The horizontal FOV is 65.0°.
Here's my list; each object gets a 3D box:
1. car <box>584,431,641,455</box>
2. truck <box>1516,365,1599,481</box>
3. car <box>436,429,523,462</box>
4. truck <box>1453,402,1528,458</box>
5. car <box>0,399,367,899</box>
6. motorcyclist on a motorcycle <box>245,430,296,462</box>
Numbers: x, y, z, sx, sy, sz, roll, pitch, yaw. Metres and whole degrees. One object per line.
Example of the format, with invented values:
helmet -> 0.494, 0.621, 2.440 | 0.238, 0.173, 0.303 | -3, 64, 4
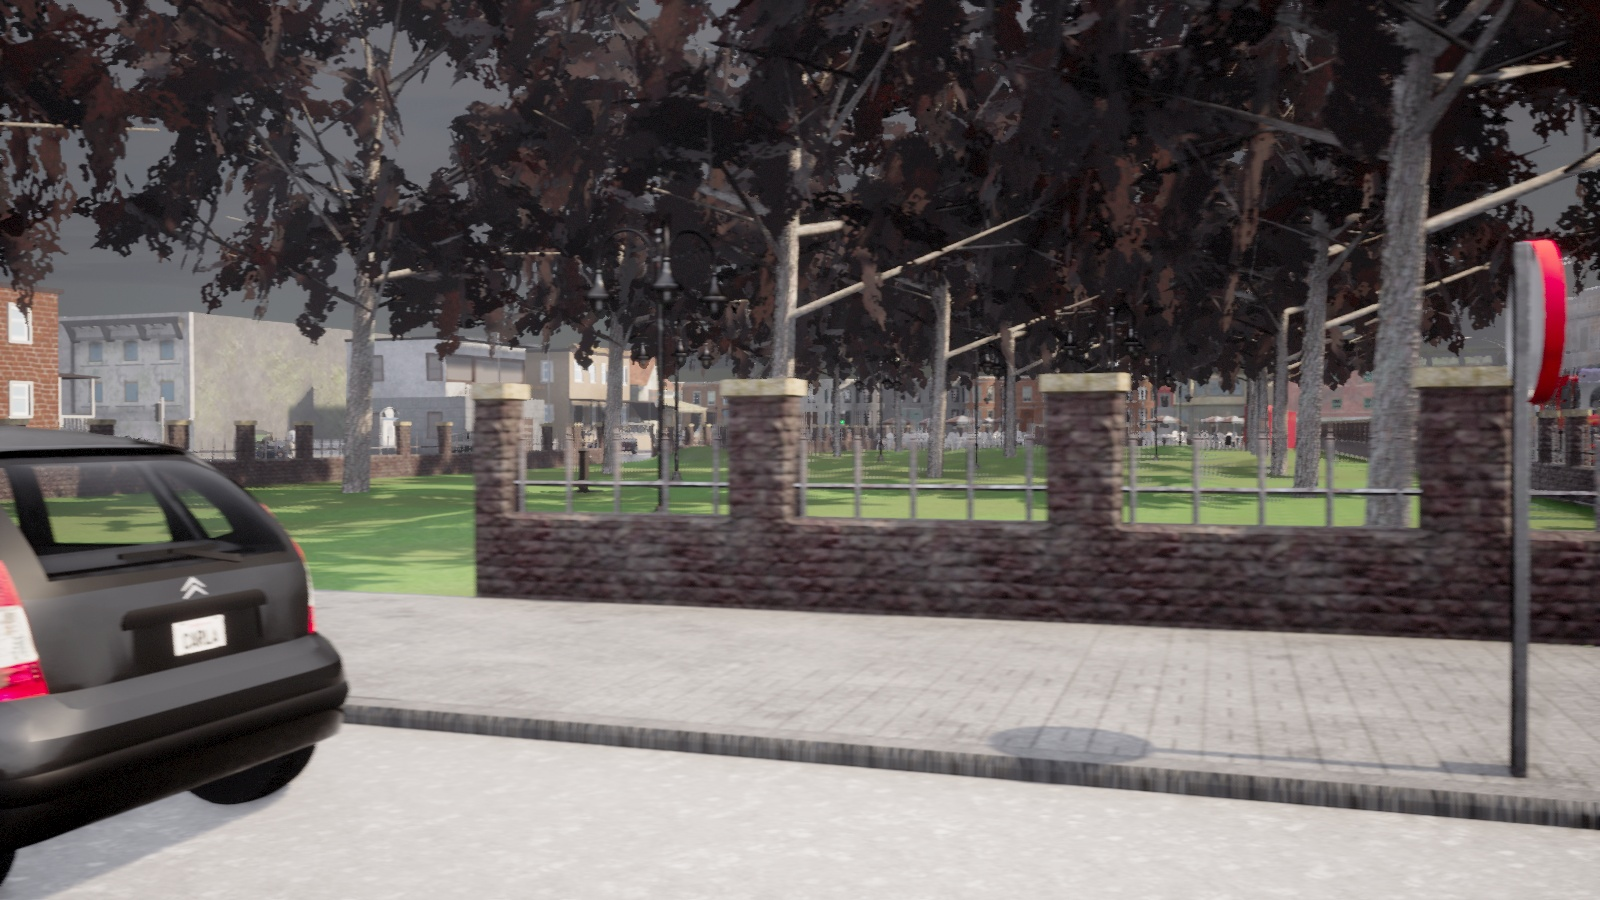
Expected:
car -> -11.911, -0.486, 80.024 | 1.816, 1.474, 4.193 | 1, 1, 19
truck -> 28.453, -0.957, 45.347 | 2.891, 3.827, 8.468 | 1, 1, 19
car -> -15.609, -0.234, 61.194 | 3.705, 1.549, 1.789 | 0, 2, -32
truck -> 44.857, -1.296, 81.787 | 2.891, 3.462, 7.936 | 1, 1, 18
car -> -4.047, 0.627, 5.123 | 3.988, 1.617, 1.851 | 1, 1, 17
motorcyclist on a motorcycle -> -25.319, -0.196, 60.042 | 2.191, 1.530, 0.866 | 1, 1, 18
